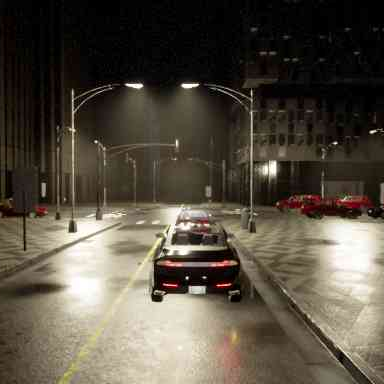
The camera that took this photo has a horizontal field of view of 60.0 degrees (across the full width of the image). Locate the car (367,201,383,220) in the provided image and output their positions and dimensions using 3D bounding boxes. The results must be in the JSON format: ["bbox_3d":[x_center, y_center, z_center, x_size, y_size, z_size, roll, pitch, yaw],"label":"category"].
[{"bbox_3d":[17.715,1.741,29.165,4.313,1.339,1.947,0,1,0],"label":"car"}]

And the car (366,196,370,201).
[{"bbox_3d":[17.685,1.352,37.686,5.009,1.841,2.192,0,1,0],"label":"car"}]

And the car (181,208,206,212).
[{"bbox_3d":[0.071,1.550,17.923,2.033,1.411,5.357,0,0,0],"label":"car"}]

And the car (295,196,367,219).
[{"bbox_3d":[12.072,1.462,29.135,5.009,1.841,2.192,0,1,0],"label":"car"}]

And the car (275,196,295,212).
[{"bbox_3d":[12.042,1.324,37.659,5.009,1.841,2.192,0,1,0],"label":"car"}]

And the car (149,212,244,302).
[{"bbox_3d":[0.086,1.490,8.213,2.128,1.511,4.902,0,0,0],"label":"car"}]

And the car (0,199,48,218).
[{"bbox_3d":[-14.969,1.567,29.009,4.507,1.381,1.887,0,1,0],"label":"car"}]

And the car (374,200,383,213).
[{"bbox_3d":[23.327,1.633,37.715,4.313,1.339,1.947,0,1,0],"label":"car"}]
